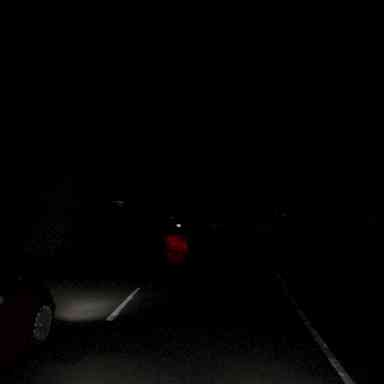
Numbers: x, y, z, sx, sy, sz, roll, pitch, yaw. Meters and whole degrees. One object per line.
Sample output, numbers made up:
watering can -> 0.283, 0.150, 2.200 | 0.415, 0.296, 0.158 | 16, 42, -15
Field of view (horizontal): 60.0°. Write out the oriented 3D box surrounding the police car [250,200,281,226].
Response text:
police car -> 5.760, 1.699, 26.259 | 1.930, 1.638, 5.238 | 0, -1, 17

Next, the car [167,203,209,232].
car -> -0.146, 1.710, 21.608 | 1.837, 1.490, 4.892 | 0, -1, 15

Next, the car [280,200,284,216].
car -> 8.649, 1.880, 35.717 | 1.837, 1.490, 4.892 | 0, -1, 17

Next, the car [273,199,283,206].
car -> 19.302, 2.234, 74.554 | 1.812, 1.442, 4.674 | 0, -1, 17

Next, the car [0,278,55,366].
car -> -3.150, 1.546, 3.363 | 1.812, 1.442, 4.674 | 0, -1, 3

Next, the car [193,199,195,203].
car -> -1.219, 1.738, 55.117 | 2.150, 2.045, 5.566 | 0, 0, 17

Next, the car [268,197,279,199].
car -> 14.661, 1.844, 59.424 | 2.150, 2.045, 5.566 | 0, -1, 17
